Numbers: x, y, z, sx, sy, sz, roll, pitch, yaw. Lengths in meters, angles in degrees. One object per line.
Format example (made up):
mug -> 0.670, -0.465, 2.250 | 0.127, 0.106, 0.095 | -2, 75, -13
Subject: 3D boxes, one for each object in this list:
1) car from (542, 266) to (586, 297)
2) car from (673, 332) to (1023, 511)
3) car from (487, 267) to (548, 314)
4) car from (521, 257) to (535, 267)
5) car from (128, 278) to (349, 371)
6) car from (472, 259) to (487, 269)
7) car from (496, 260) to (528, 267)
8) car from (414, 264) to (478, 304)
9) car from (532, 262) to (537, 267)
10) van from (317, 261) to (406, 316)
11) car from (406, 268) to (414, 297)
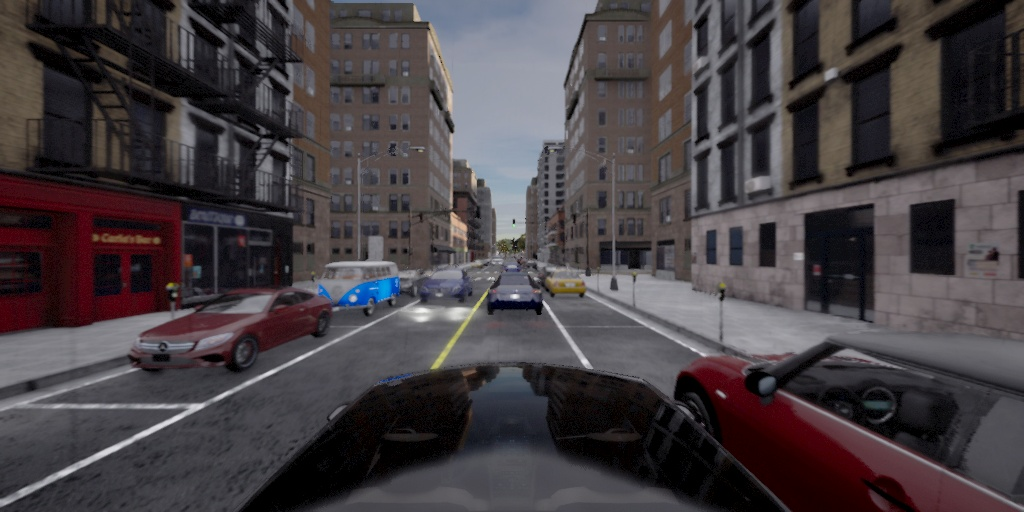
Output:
car -> 2.642, 1.266, 18.594 | 1.751, 1.417, 4.829 | 0, 0, 0
car -> 2.660, 1.189, 2.205 | 1.967, 1.591, 4.097 | 0, 0, 0
car -> 0.096, 1.307, 13.823 | 1.994, 1.385, 4.181 | 0, 0, 0
car -> 2.628, 1.274, 50.706 | 2.007, 1.370, 4.403 | 0, 0, 0
car -> -5.393, 1.329, 7.609 | 1.802, 1.307, 4.207 | 0, 0, 0
car -> -5.398, 1.245, 56.215 | 1.751, 1.417, 4.829 | 0, 0, 0
car -> -0.082, 1.261, 28.915 | 1.812, 1.442, 4.674 | 0, 0, -4
car -> -2.838, 1.268, 16.415 | 1.812, 1.442, 4.674 | 0, 0, 0
car -> 2.635, 1.288, 23.830 | 2.007, 1.370, 4.403 | 0, 0, 0
van -> -5.393, 1.085, 13.015 | 1.690, 1.789, 3.998 | 0, 0, 0
car -> -5.393, 1.292, 18.421 | 2.007, 1.370, 4.403 | 0, 0, 0
